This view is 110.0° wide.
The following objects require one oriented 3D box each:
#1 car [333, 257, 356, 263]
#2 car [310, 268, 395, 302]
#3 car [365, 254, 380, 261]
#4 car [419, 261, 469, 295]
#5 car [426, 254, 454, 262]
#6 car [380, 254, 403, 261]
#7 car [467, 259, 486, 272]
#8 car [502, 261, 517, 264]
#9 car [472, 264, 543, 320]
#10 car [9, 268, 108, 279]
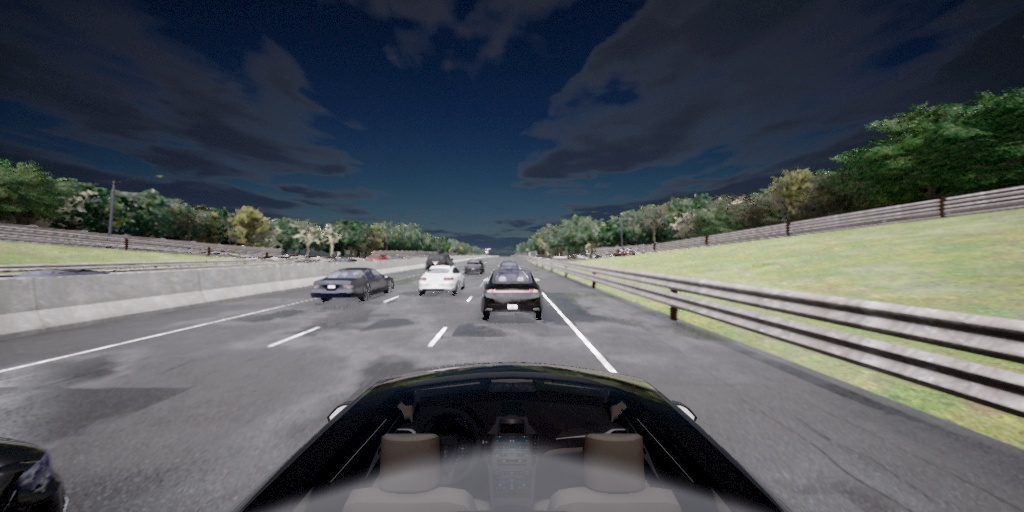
[{"bbox_3d":[-25.181,0.976,53.983,2.128,1.511,4.902,0,0,0],"label":"car"},{"bbox_3d":[-7.052,1.232,16.452,2.033,1.411,5.357,0,0,-1],"label":"car"},{"bbox_3d":[-21.706,0.681,57.485,2.150,2.045,5.566,0,0,0],"label":"car"},{"bbox_3d":[-3.583,1.197,18.791,1.812,1.442,4.674,0,0,-1],"label":"car"},{"bbox_3d":[-7.306,0.798,36.734,2.150,2.045,5.566,0,0,-1],"label":"car"},{"bbox_3d":[-18.199,0.823,55.493,2.097,1.767,4.553,0,0,0],"label":"car"},{"bbox_3d":[-3.816,1.063,37.442,2.128,1.511,4.902,0,0,-1],"label":"car"},{"bbox_3d":[-0.248,1.147,32.095,2.033,1.411,5.357,0,0,-1],"label":"car"},{"bbox_3d":[-0.009,1.193,12.424,2.128,1.511,4.902,0,0,-1],"label":"car"},{"bbox_3d":[-17.723,1.249,13.953,2.033,1.411,5.357,0,0,-1],"label":"car"}]
